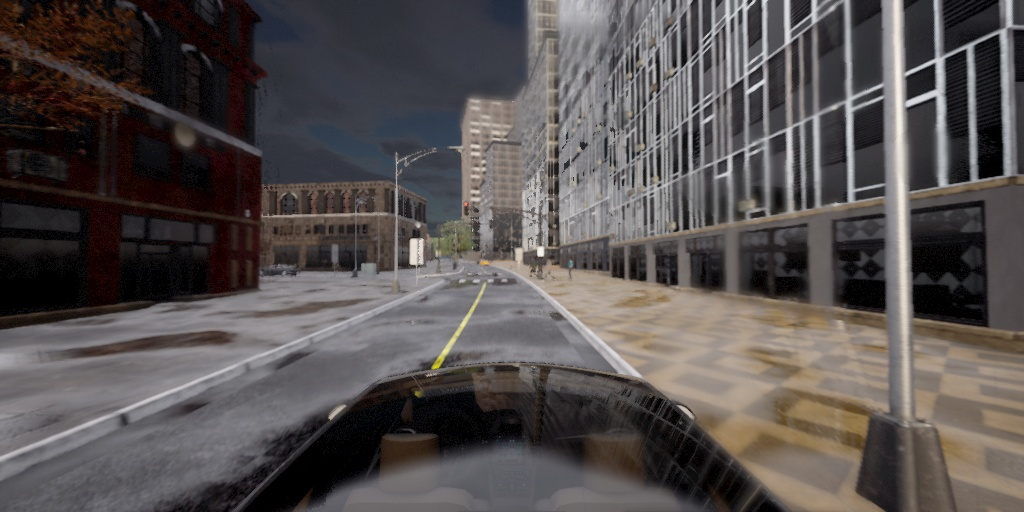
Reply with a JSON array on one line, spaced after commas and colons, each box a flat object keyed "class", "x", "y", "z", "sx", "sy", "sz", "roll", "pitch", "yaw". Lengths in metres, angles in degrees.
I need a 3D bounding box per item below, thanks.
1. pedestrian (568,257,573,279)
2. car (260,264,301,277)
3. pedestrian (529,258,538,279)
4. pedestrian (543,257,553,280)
[{"class": "pedestrian", "x": 4.757, "y": 0.977, "z": 29.382, "sx": 0.375, "sy": 1.860, "sz": 0.375, "roll": 1, "pitch": -1, "yaw": -3}, {"class": "car", "x": -25.261, "y": 1.532, "z": 38.898, "sx": 4.403, "sy": 1.370, "sz": 2.007, "roll": 0, "pitch": 0, "yaw": 7}, {"class": "pedestrian", "x": 1.730, "y": 0.966, "z": 29.824, "sx": 0.375, "sy": 1.860, "sz": 0.375, "roll": 1, "pitch": -1, "yaw": -3}, {"class": "pedestrian", "x": 2.883, "y": 0.960, "z": 28.682, "sx": 0.375, "sy": 1.860, "sz": 0.375, "roll": 1, "pitch": -1, "yaw": -3}]
